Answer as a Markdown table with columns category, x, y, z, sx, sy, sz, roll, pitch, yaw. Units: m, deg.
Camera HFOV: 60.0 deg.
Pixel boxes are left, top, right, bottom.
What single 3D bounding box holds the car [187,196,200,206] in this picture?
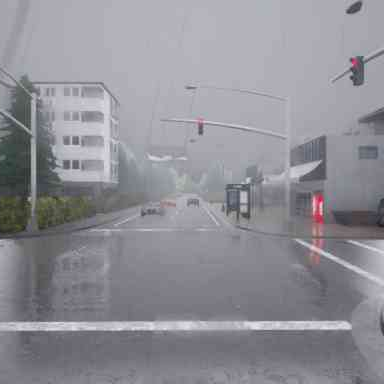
| category | x | y | z | sx | sy | sz | roll | pitch | yaw |
| --- | --- | --- | --- | --- | --- | --- | --- | --- | --- |
| car | 0.236 | 1.505 | 54.213 | 1.837 | 1.490 | 4.892 | 0 | 0 | 1 |

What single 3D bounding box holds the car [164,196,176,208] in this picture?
| category | x | y | z | sx | sy | sz | roll | pitch | yaw |
| --- | --- | --- | --- | --- | --- | --- | --- | --- | --- |
| car | -3.463 | 1.351 | 48.788 | 2.097 | 1.767 | 4.553 | 0 | 0 | 0 |

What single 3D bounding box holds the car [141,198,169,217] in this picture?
| category | x | y | z | sx | sy | sz | roll | pitch | yaw |
| --- | --- | --- | --- | --- | --- | --- | --- | --- | --- |
| car | -3.530 | 1.564 | 31.042 | 1.994 | 1.385 | 4.181 | 0 | 0 | 0 |
